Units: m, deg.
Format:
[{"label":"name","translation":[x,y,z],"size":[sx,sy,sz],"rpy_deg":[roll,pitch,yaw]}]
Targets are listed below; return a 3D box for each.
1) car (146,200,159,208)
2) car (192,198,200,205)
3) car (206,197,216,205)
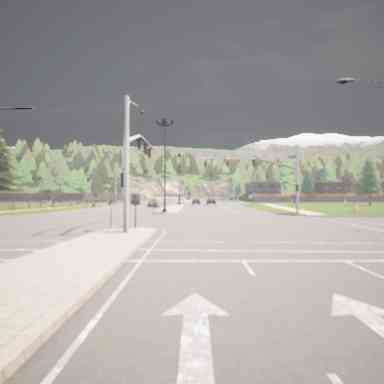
[{"label":"car","translation":[-7.303,2.223,62.325],"size":[1.812,1.442,4.674],"rpy_deg":[0,-1,1]},{"label":"car","translation":[0.956,2.225,77.457],"size":[2.128,1.511,4.902],"rpy_deg":[0,-1,1]},{"label":"car","translation":[4.455,2.054,77.379],"size":[2.097,1.767,4.553],"rpy_deg":[0,-1,1]}]
